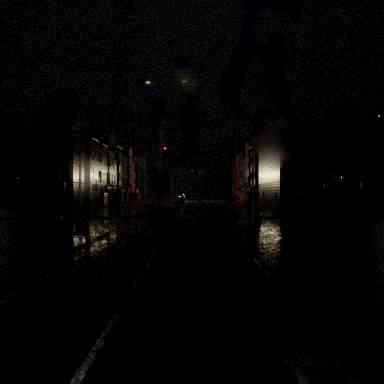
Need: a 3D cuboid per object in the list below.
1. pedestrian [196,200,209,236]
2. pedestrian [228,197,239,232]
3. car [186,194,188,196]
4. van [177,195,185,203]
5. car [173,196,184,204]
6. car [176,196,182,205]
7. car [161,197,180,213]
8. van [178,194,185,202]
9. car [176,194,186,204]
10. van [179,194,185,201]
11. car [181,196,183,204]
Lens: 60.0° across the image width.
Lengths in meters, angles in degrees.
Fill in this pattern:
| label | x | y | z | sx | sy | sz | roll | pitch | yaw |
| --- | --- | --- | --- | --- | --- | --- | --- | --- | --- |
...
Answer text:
| label | x | y | z | sx | sy | sz | roll | pitch | yaw |
| --- | --- | --- | --- | --- | --- | --- | --- | --- | --- |
| pedestrian | 0.552 | 1.304 | 16.924 | 0.375 | 1.860 | 0.375 | 0 | 0 | 0 |
| pedestrian | 2.146 | 1.151 | 17.526 | 0.375 | 1.860 | 0.375 | 0 | 0 | 0 |
| car | -2.638 | 1.455 | 72.018 | 2.192 | 1.841 | 5.009 | 0 | 0 | 0 |
| van | -2.638 | 1.502 | 77.624 | 1.690 | 1.788 | 3.998 | 0 | 0 | 0 |
| car | -2.638 | 1.561 | 66.412 | 1.967 | 1.590 | 4.097 | 0 | 0 | 0 |
| car | -2.636 | 1.600 | 43.991 | 1.887 | 1.381 | 4.507 | 0 | 0 | 0 |
| car | -2.635 | 1.568 | 38.216 | 1.752 | 1.417 | 4.829 | 0 | 0 | 0 |
| van | -2.639 | 1.523 | 83.229 | 1.690 | 1.788 | 3.998 | 0 | 0 | 0 |
| car | -2.637 | 1.543 | 60.807 | 1.967 | 1.590 | 4.097 | 0 | 0 | 0 |
| van | -2.639 | 1.545 | 88.835 | 1.690 | 1.788 | 3.998 | 0 | 0 | 0 |
| car | -2.637 | 1.651 | 49.596 | 1.802 | 1.307 | 4.206 | 0 | 0 | 0 |
